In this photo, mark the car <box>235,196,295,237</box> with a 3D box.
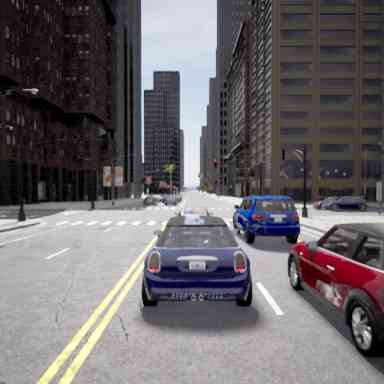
[{"bbox_3d":[3.348,1.198,15.890,2.150,2.045,5.566,0,0,-2],"label":"car"}]

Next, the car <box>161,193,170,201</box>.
[{"bbox_3d":[-6.519,1.240,82.326,2.097,1.767,4.553,0,0,0],"label":"car"}]

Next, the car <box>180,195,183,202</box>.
[{"bbox_3d":[-3.265,1.428,69.444,1.812,1.442,4.674,0,0,0],"label":"car"}]

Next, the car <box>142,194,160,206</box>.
[{"bbox_3d":[-6.595,1.427,52.349,1.837,1.490,4.892,0,0,0],"label":"car"}]

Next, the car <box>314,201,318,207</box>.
[{"bbox_3d":[16.670,1.292,39.635,4.097,1.590,1.967,0,1,0],"label":"car"}]

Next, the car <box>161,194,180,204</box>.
[{"bbox_3d":[-3.344,1.447,52.804,1.812,1.442,4.674,0,0,0],"label":"car"}]

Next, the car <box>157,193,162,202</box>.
[{"bbox_3d":[-6.531,1.467,67.418,1.994,1.385,4.181,0,0,0],"label":"car"}]

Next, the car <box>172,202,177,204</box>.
[{"bbox_3d":[0.089,1.466,17.075,2.128,1.511,4.902,0,0,0],"label":"car"}]

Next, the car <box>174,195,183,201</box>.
[{"bbox_3d":[-3.270,1.422,83.038,2.033,1.411,5.357,0,0,0],"label":"car"}]

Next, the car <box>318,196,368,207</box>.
[{"bbox_3d":[16.920,1.246,36.971,4.553,1.767,2.097,0,1,0],"label":"car"}]

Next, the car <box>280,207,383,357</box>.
[{"bbox_3d":[3.343,1.344,6.180,2.097,1.767,4.553,0,0,0],"label":"car"}]

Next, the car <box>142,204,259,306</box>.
[{"bbox_3d":[0.094,1.341,8.138,2.097,1.767,4.553,0,0,0],"label":"car"}]
